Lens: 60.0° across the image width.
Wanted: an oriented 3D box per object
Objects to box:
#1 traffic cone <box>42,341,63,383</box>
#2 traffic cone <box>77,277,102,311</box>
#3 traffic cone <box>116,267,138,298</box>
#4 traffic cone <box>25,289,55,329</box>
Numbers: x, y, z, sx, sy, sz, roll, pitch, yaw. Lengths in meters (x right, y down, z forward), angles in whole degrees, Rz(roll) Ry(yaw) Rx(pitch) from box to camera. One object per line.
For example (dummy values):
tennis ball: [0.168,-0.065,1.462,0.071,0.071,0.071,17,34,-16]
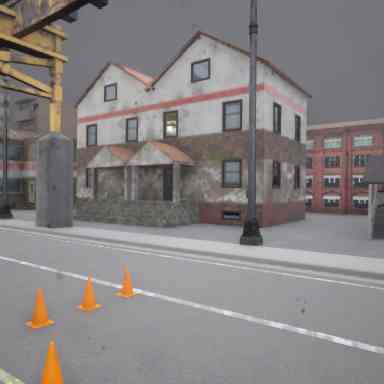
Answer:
traffic cone: [-1.546,1.952,3.673,0.340,0.580,0.340,0,0,36]
traffic cone: [-1.998,1.949,6.465,0.340,0.580,0.340,0,0,36]
traffic cone: [-1.413,1.949,7.276,0.340,0.580,0.340,0,0,36]
traffic cone: [-2.583,1.949,5.654,0.340,0.580,0.340,0,0,36]
